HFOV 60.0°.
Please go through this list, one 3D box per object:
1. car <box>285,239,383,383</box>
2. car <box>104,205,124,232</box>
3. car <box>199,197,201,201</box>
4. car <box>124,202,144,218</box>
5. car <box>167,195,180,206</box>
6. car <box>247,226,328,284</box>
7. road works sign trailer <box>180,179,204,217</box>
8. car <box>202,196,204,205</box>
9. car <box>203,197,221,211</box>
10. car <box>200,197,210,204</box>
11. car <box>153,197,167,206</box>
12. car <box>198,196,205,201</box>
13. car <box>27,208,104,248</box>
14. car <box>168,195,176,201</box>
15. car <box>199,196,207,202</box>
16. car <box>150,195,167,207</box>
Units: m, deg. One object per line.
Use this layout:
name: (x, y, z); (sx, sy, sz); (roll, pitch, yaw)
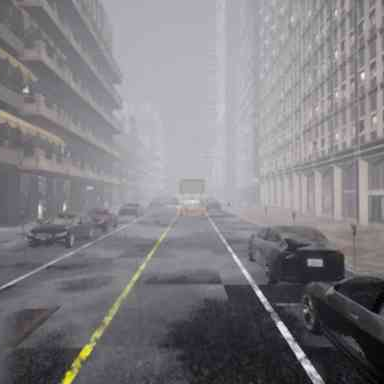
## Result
car: (2.706, 1.575, 3.833); (1.947, 1.339, 4.313); (1, 0, 0)
car: (-5.669, 1.627, 20.413); (1.802, 1.307, 4.206); (1, 0, 0)
car: (2.723, 1.664, 59.315); (1.887, 1.381, 4.507); (1, 0, 0)
car: (-5.665, 1.612, 31.508); (1.887, 1.381, 4.507); (1, 0, 0)
car: (-3.042, 1.642, 57.126); (1.812, 1.442, 4.674); (0, 0, 0)
car: (2.707, 1.588, 9.382); (1.947, 1.339, 4.313); (1, 0, 0)
road works sign trailer: (0.010, 0.533, 32.150); (2.380, 3.560, 2.880); (0, 0, 0)
car: (2.722, 1.540, 48.219); (1.967, 1.590, 4.097); (1, 0, 0)
car: (2.718, 1.634, 42.671); (1.887, 1.381, 4.507); (1, 0, 0)
car: (2.726, 1.689, 70.411); (2.008, 1.369, 4.403); (1, 0, 0)
car: (-5.657, 1.665, 59.242); (1.887, 1.381, 4.507); (1, 0, 0)
car: (2.732, 1.758, 92.603); (1.802, 1.307, 4.206); (1, 0, 0)
car: (-5.671, 1.585, 14.867); (2.008, 1.369, 4.403); (1, 0, 0)
car: (-5.645, 1.616, 92.522); (1.967, 1.590, 4.097); (1, 0, 0)
car: (2.730, 1.683, 81.676); (1.752, 1.417, 4.829); (1, 0, 0)
car: (-5.657, 1.550, 53.694); (1.967, 1.590, 4.097); (1, 0, 0)
